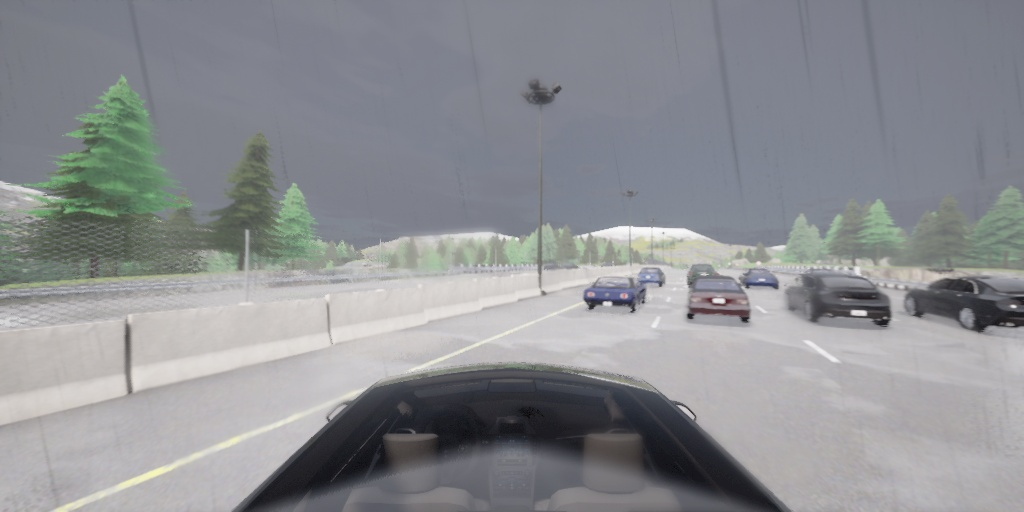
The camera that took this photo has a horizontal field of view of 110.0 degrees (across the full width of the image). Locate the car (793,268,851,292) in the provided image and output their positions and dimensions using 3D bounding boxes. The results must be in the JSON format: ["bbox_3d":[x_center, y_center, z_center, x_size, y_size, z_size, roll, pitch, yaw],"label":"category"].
[{"bbox_3d":[20.696,1.549,24.131,1.994,1.385,4.181,0,-1,27],"label":"car"}]

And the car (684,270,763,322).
[{"bbox_3d":[7.338,1.419,13.022,2.033,1.411,5.357,0,-1,27],"label":"car"}]

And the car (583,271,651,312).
[{"bbox_3d":[4.521,1.498,15.200,1.895,1.301,4.718,0,-1,27],"label":"car"}]

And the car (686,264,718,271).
[{"bbox_3d":[14.414,1.375,27.227,2.097,1.767,4.553,0,-1,27],"label":"car"}]

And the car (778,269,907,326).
[{"bbox_3d":[10.905,1.368,12.312,1.837,1.490,4.892,0,0,27],"label":"car"}]

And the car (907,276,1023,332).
[{"bbox_3d":[14.044,1.349,10.764,1.837,1.490,4.892,0,0,27],"label":"car"}]

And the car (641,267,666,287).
[{"bbox_3d":[10.877,1.582,27.993,2.033,1.411,5.357,0,-1,27],"label":"car"}]

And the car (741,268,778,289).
[{"bbox_3d":[17.583,1.569,25.727,1.994,1.385,4.181,0,-1,27],"label":"car"}]
